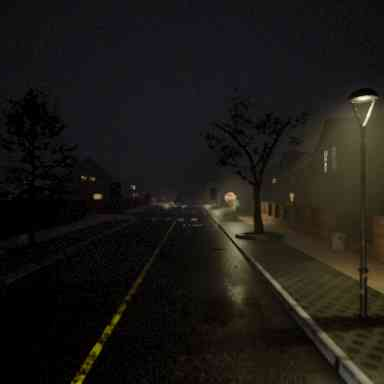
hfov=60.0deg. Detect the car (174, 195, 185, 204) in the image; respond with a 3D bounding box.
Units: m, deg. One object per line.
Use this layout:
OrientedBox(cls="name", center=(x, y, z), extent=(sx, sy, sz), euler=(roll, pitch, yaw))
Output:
OrientedBox(cls="car", center=(-2.734, 1.609, 72.165), extent=(2.150, 2.045, 5.566), euler=(0, -1, 0))
